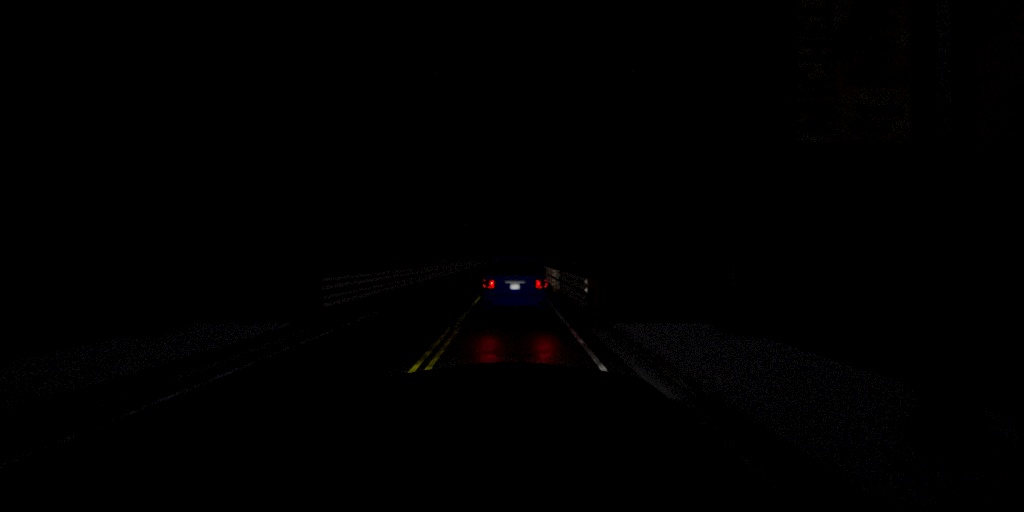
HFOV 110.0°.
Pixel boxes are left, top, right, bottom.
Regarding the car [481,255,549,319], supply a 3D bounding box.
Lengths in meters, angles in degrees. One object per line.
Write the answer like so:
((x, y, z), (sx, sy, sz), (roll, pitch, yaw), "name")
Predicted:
((0.095, 1.007, 13.135), (2.150, 2.045, 5.566), (0, 0, 0), "car")
